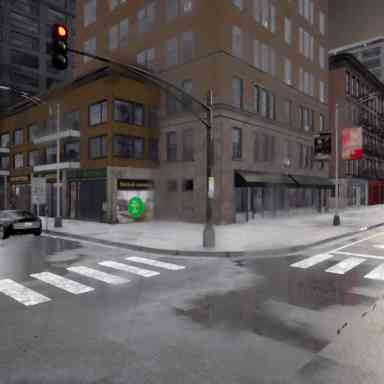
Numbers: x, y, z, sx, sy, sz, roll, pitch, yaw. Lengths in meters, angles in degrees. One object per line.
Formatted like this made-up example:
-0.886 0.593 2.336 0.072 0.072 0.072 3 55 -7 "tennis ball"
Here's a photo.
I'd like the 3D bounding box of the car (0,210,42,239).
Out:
-9.326 1.577 17.252 4.313 1.339 1.947 0 0 43 "car"
